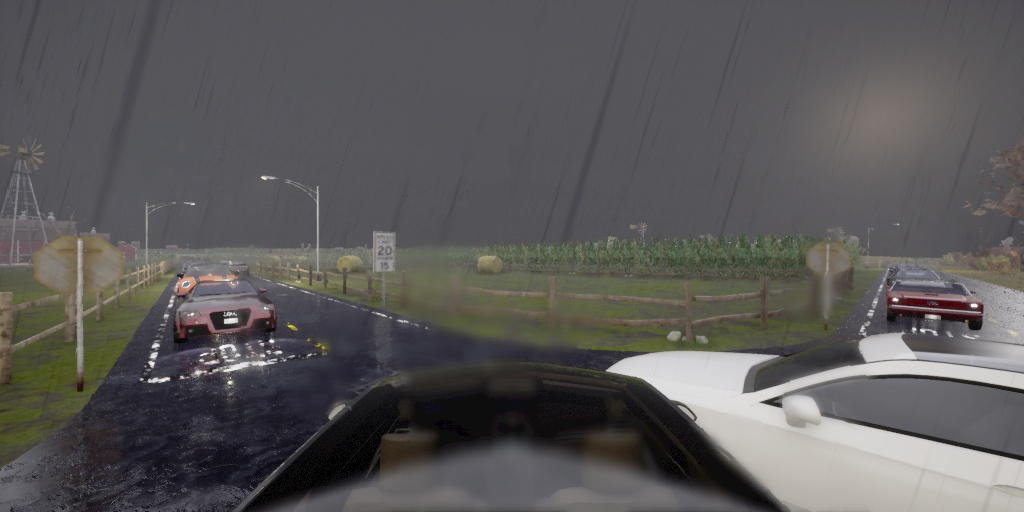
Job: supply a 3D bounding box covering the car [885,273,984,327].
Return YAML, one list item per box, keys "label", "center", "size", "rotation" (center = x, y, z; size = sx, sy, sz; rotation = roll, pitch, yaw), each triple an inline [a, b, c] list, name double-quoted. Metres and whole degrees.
- label: "car"
  center: [13.436, 1.402, 11.599]
  size: [4.718, 1.301, 1.895]
  rotation: [0, 1, -43]

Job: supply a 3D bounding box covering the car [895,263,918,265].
- label: "car"
  center: [27.174, 1.411, 24.519]
  size: [4.181, 1.385, 1.994]
  rotation: [0, 1, -43]

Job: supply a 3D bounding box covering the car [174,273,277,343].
- label: "car"
  center: [-8.010, 1.357, 9.966]
  size: [1.994, 1.385, 4.181]
  rotation: [0, 0, -43]

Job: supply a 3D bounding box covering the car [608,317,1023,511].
- label: "car"
  center: [2.825, 1.294, 2.458]
  size: [1.812, 1.442, 4.674]
  rotation: [0, 1, -44]

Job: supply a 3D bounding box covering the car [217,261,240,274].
- label: "car"
  center: [-34.017, 1.315, 42.945]
  size: [1.837, 1.490, 4.892]
  rotation: [0, 0, -42]

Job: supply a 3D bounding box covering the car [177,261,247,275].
- label: "car"
  center: [-13.834, 1.144, 16.406]
  size: [2.097, 1.767, 4.553]
  rotation: [0, 0, -42]

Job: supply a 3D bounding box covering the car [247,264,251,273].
- label: "car"
  center: [-27.241, 1.292, 35.537]
  size: [2.128, 1.511, 4.902]
  rotation: [0, 0, -42]

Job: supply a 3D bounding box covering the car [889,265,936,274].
- label: "car"
  center: [20.465, 1.370, 18.214]
  size: [5.357, 1.411, 2.033]
  rotation: [0, 1, -43]
